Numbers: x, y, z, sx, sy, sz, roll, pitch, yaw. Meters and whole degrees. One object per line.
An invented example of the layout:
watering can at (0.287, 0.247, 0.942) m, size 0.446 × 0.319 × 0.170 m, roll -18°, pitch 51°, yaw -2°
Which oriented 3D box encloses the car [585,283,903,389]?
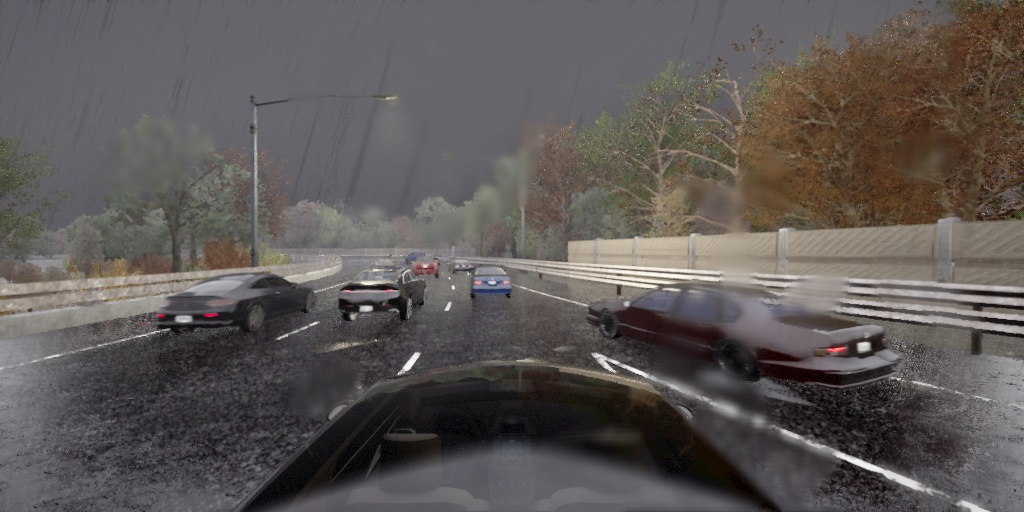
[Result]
car at (3.701, 1.241, 7.100) m, size 2.033 × 1.411 × 5.357 m, roll 0°, pitch 1°, yaw -24°

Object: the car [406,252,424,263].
car at (-15.842, 0.401, 59.461) m, size 2.150 × 2.045 × 5.566 m, roll 0°, pitch 1°, yaw -32°

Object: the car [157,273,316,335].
car at (-7.393, 1.194, 10.173) m, size 1.812 × 1.442 × 4.674 m, roll 0°, pitch 1°, yaw -5°

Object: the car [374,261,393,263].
car at (-11.422, 1.054, 31.933) m, size 1.895 × 1.301 × 4.718 m, roll 0°, pitch 1°, yaw -16°

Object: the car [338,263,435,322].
car at (-4.040, 1.141, 11.860) m, size 2.128 × 1.511 × 4.902 m, roll 0°, pitch 1°, yaw -5°

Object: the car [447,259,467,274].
car at (-5.185, 0.964, 35.217) m, size 2.033 × 1.411 × 5.357 m, roll 0°, pitch 1°, yaw -17°

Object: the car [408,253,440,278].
car at (-7.247, 0.825, 29.738) m, size 2.097 × 1.767 × 4.553 m, roll 0°, pitch 1°, yaw -14°

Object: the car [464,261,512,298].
car at (-1.150, 1.141, 17.387) m, size 2.033 × 1.411 × 5.357 m, roll 0°, pitch 1°, yaw -8°

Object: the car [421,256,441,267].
car at (-11.713, 0.762, 51.548) m, size 1.837 × 1.490 × 4.892 m, roll 0°, pitch 1°, yaw -25°
